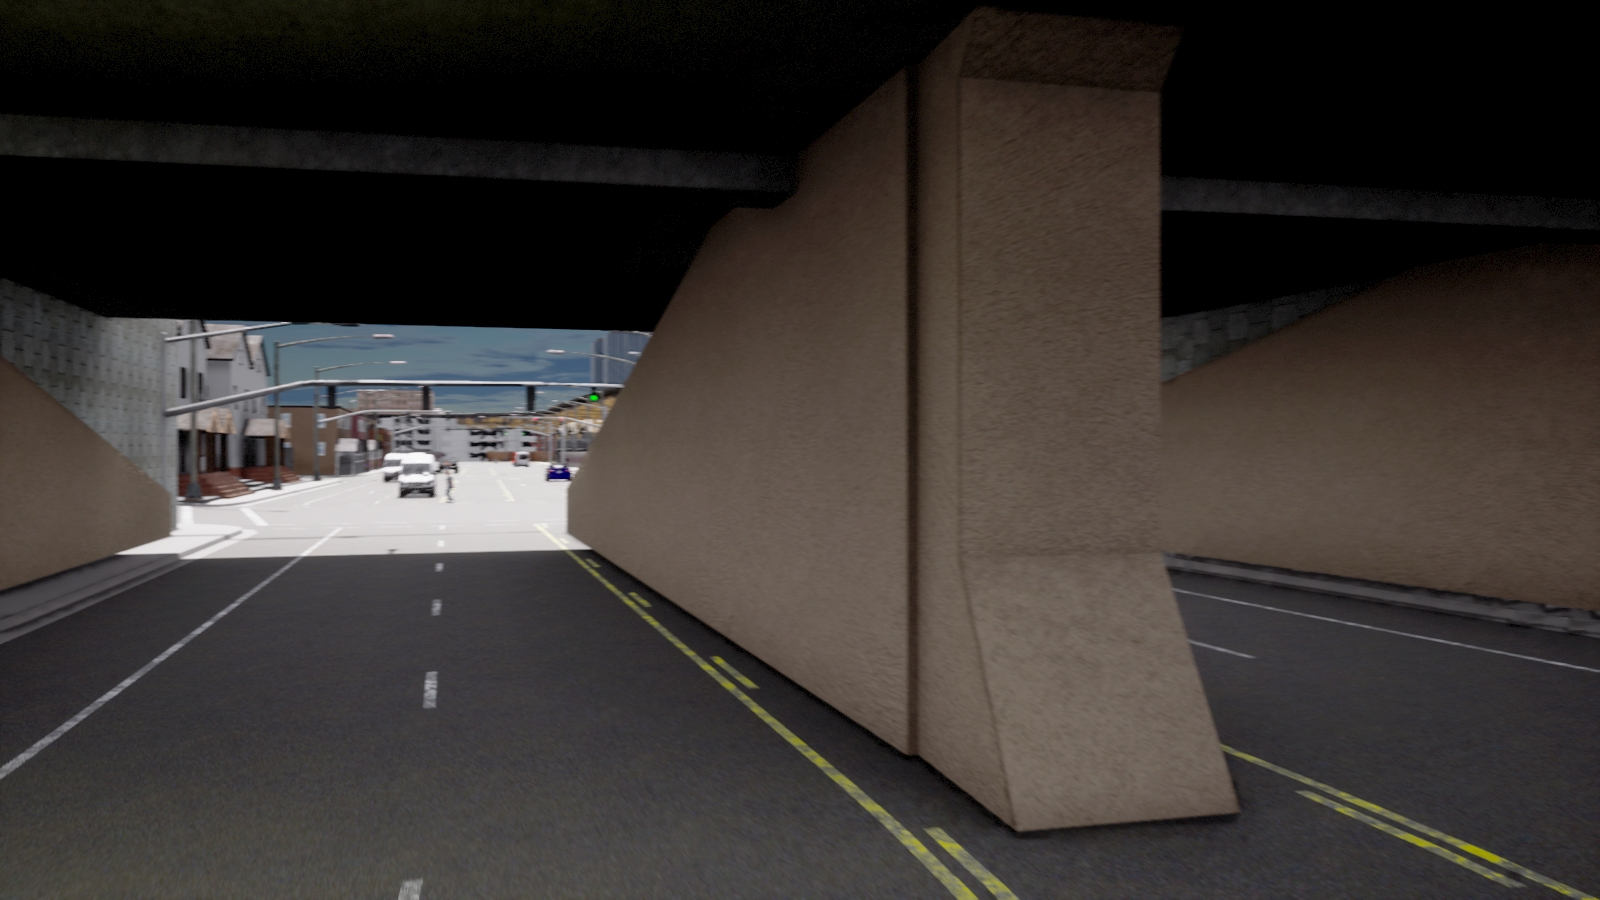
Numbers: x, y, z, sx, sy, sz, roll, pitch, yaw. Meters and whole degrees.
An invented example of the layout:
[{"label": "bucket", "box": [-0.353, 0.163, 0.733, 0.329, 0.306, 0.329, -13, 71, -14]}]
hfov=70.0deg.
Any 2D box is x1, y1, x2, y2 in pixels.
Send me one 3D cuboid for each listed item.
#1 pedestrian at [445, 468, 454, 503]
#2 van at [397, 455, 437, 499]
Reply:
[{"label": "pedestrian", "box": [-18.681, 1.894, 60.871, 0.375, 1.860, 0.375, 0, 0, -31]}, {"label": "van", "box": [-23.326, 1.572, 69.752, 1.988, 2.561, 5.915, 0, 0, -16]}]
